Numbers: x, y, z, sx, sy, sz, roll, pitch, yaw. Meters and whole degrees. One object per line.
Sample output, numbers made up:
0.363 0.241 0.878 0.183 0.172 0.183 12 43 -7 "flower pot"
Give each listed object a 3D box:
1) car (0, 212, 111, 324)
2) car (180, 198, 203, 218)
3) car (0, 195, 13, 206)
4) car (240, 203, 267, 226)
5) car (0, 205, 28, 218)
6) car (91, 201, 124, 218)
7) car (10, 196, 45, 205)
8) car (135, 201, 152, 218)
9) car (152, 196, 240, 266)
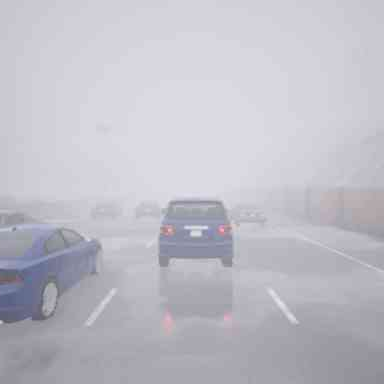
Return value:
-3.394 1.435 7.201 1.882 1.535 5.008 0 0 0 "car"
-0.084 1.312 29.147 1.882 1.535 5.008 0 0 -1 "car"
-21.445 1.134 37.139 2.097 1.767 4.553 0 0 -1 "car"
3.548 1.423 22.121 2.033 1.411 5.357 0 0 -1 "car"
-6.889 1.433 12.241 1.837 1.490 4.892 0 0 0 "car"
-7.064 1.403 28.032 1.994 1.385 4.181 0 0 -1 "car"
-17.946 1.349 37.189 1.994 1.385 4.181 0 0 -1 "car"
-3.564 1.404 28.033 1.994 1.385 4.181 0 0 -1 "car"
0.110 1.157 11.358 2.150 2.045 5.566 0 0 0 "car"
